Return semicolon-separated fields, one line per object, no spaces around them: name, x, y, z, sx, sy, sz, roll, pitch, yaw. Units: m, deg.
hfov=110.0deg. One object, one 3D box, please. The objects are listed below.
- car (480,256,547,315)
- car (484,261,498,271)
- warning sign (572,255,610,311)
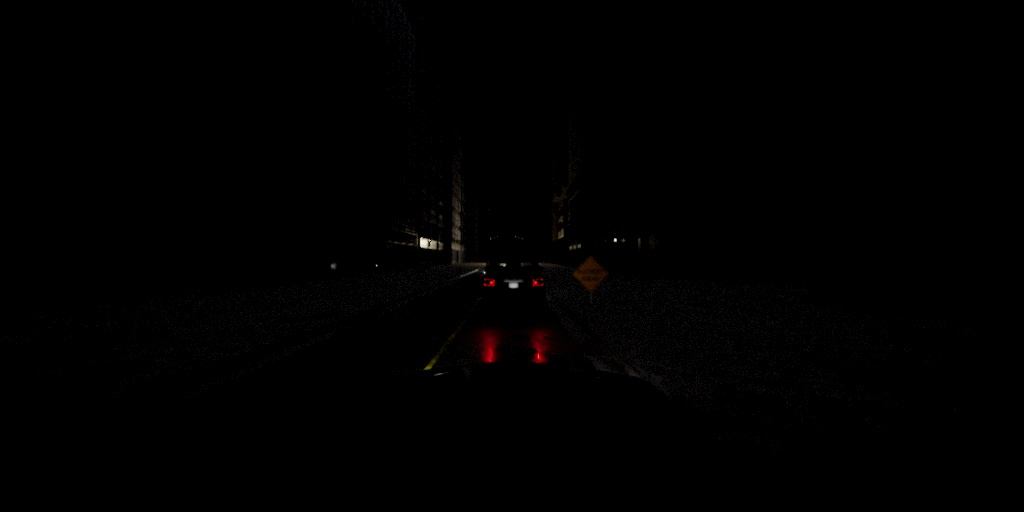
car;0.066;1.005;13.918;2.150;2.045;5.566;0;0;0
car;-3.064;1.410;53.731;1.812;1.442;4.674;0;0;0
warning sign;2.718;0.893;12.340;1.300;1.860;1.060;0;0;0
